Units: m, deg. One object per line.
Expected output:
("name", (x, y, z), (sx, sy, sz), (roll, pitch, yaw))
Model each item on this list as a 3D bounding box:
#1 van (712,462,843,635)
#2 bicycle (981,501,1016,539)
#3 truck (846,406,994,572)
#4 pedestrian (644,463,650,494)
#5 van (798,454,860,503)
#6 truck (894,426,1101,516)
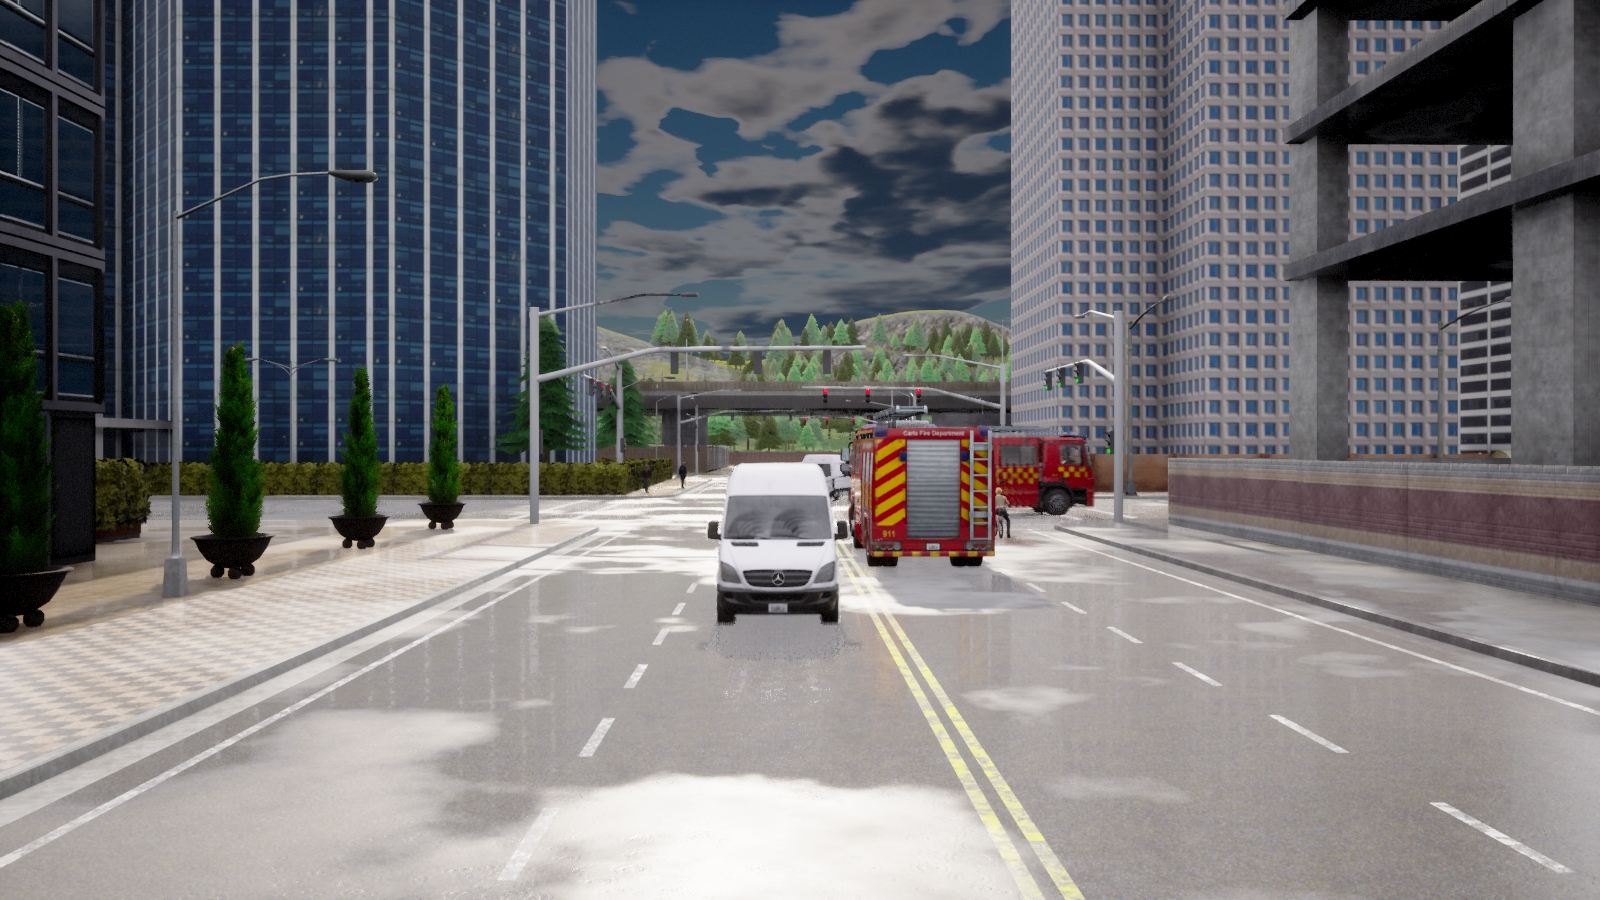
("van", (-0.394, 1.534, 20.364), (1.988, 2.561, 5.915), (0, 0, -1))
("bicycle", (6.346, 2.233, 36.588), (0.859, 1.126, 1.487), (0, 0, -1))
("truck", (2.932, 0.891, 30.480), (2.891, 3.827, 8.468), (0, 0, -1))
("pedestrian", (-9.188, 1.696, 68.591), (0.375, 1.860, 0.375), (0, 0, -3))
("van", (1.701, 1.534, 64.381), (1.988, 2.561, 5.915), (1, 0, 16))
("truck", (8.478, 0.890, 49.794), (8.468, 3.827, 2.891), (0, 0, -2))
